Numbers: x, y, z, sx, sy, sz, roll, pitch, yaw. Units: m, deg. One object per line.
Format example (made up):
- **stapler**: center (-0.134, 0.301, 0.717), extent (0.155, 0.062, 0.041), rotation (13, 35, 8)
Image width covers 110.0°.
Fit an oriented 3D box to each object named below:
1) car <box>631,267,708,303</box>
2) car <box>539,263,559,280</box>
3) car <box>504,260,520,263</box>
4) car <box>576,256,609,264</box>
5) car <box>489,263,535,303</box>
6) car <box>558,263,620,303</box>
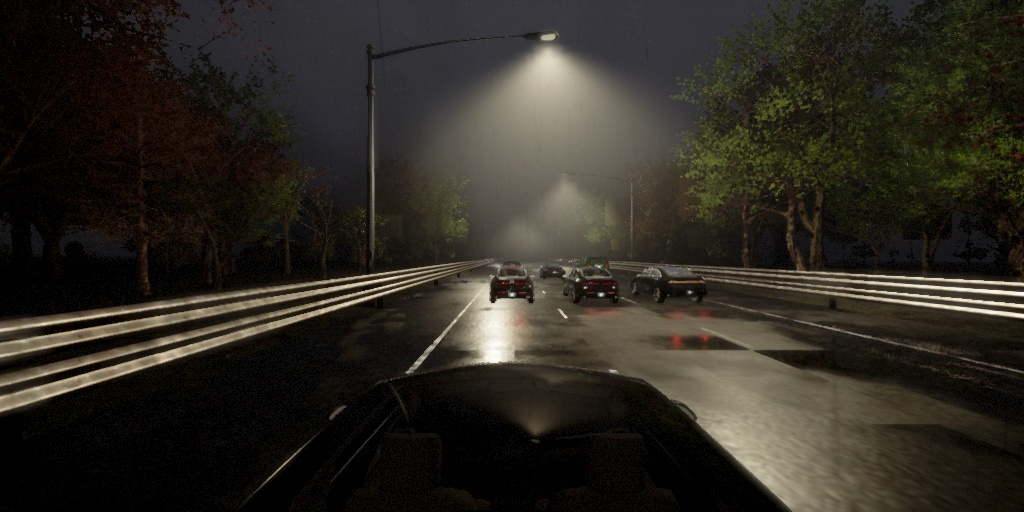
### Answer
- **car**: center (7.000, 1.241, 16.500), extent (2.128, 1.511, 4.902), rotation (0, 0, 0)
- **car**: center (3.500, 1.313, 31.500), extent (1.994, 1.385, 4.181), rotation (0, 0, 0)
- **car**: center (0.000, 1.106, 31.470), extent (2.097, 1.767, 4.553), rotation (0, 0, 0)
- **car**: center (7.000, 0.998, 31.530), extent (2.150, 2.045, 5.566), rotation (0, 0, 0)
- **car**: center (0.000, 1.263, 16.500), extent (1.837, 1.490, 4.892), rotation (0, 0, 0)
- **car**: center (3.500, 1.263, 16.500), extent (1.837, 1.490, 4.892), rotation (0, 0, 0)
